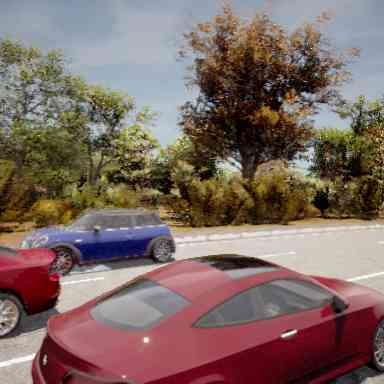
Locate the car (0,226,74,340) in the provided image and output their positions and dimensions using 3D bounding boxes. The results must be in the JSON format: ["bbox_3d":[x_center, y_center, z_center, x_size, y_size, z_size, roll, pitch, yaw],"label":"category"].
[{"bbox_3d":[-4.602,1.449,4.880,5.008,1.535,1.882,0,0,-35],"label":"car"}]

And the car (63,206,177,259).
[{"bbox_3d":[-2.810,1.335,10.313,4.553,1.767,2.097,0,0,-33],"label":"car"}]

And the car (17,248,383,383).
[{"bbox_3d":[0.656,1.520,4.019,4.674,1.442,1.812,0,0,-34],"label":"car"}]
